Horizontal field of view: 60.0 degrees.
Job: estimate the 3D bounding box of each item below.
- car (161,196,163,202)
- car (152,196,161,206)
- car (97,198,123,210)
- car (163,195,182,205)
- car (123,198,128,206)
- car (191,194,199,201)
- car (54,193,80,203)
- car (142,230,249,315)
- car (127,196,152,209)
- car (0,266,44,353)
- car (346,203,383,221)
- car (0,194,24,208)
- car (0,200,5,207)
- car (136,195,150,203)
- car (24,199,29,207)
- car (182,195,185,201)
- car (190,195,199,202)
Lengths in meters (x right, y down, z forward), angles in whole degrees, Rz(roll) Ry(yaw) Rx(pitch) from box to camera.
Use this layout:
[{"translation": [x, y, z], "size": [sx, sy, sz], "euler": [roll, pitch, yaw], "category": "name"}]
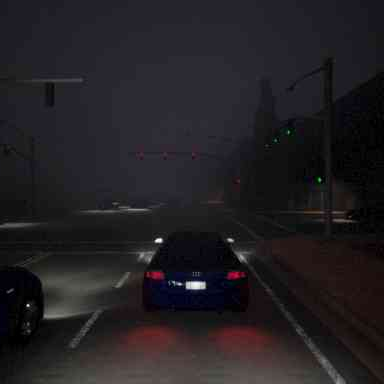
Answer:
[{"translation": [-6.521, 1.564, 68.834], "size": [1.994, 1.385, 4.181], "euler": [0, 0, 2], "category": "car"}, {"translation": [-6.918, 1.525, 56.243], "size": [1.812, 1.442, 4.674], "euler": [0, 0, 2], "category": "car"}, {"translation": [-10.734, 1.505, 42.892], "size": [1.837, 1.490, 4.892], "euler": [0, 0, 1], "category": "car"}, {"translation": [-3.232, 1.563, 56.597], "size": [1.994, 1.385, 4.181], "euler": [0, 0, 1], "category": "car"}, {"translation": [-10.519, 1.563, 52.161], "size": [1.994, 1.385, 4.181], "euler": [0, 0, 3], "category": "car"}, {"translation": [0.864, 1.394, 83.281], "size": [1.882, 1.535, 5.008], "euler": [0, 0, 2], "category": "car"}, {"translation": [-24.937, 1.156, 65.664], "size": [3.866, 1.878, 1.905], "euler": [0, 0, 0], "category": "car"}, {"translation": [0.066, 1.564, 7.677], "size": [1.994, 1.385, 4.181], "euler": [0, 0, 0], "category": "car"}, {"translation": [-7.169, 1.564, 46.102], "size": [1.994, 1.385, 4.181], "euler": [0, 0, 2], "category": "car"}, {"translation": [-3.442, 1.352, 3.538], "size": [2.097, 1.767, 4.553], "euler": [0, 0, 0], "category": "car"}, {"translation": [15.241, 1.547, 26.458], "size": [5.357, 1.411, 2.033], "euler": [0, 0, 0], "category": "car"}, {"translation": [-24.969, 1.153, 43.146], "size": [4.605, 1.855, 1.932], "euler": [0, 0, 0], "category": "car"}, {"translation": [-15.762, 1.505, 22.396], "size": [4.892, 1.490, 1.837], "euler": [0, 0, -5], "category": "car"}, {"translation": [-10.037, 1.492, 68.308], "size": [2.128, 1.511, 4.902], "euler": [0, 0, 2], "category": "car"}, {"translation": [-24.912, 1.156, 46.041], "size": [3.866, 1.878, 1.905], "euler": [0, 0, 0], "category": "car"}, {"translation": [-2.644, 1.500, 83.028], "size": [1.837, 1.490, 4.892], "euler": [0, 0, 2], "category": "car"}, {"translation": [0.584, 1.534, 72.637], "size": [2.033, 1.411, 5.357], "euler": [0, 0, 2], "category": "car"}]
